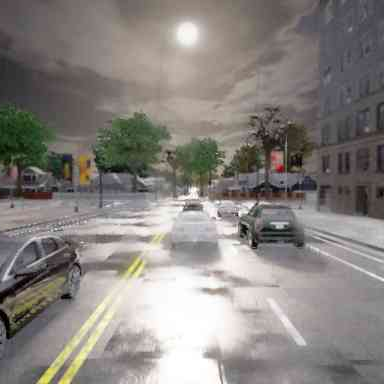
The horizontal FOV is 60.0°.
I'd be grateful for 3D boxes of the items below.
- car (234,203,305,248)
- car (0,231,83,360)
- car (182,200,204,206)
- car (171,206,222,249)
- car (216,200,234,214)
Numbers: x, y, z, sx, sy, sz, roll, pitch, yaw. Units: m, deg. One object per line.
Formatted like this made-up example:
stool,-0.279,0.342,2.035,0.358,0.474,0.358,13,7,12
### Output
car,3.348,1.342,14.803,2.097,1.767,4.553,0,0,0
car,-3.350,1.485,5.564,2.128,1.511,4.902,0,0,0
car,0.096,1.521,31.444,1.837,1.490,4.892,0,0,0
car,0.097,1.517,14.402,1.812,1.442,4.674,0,0,0
car,3.346,1.544,32.124,1.812,1.442,4.674,0,0,0
